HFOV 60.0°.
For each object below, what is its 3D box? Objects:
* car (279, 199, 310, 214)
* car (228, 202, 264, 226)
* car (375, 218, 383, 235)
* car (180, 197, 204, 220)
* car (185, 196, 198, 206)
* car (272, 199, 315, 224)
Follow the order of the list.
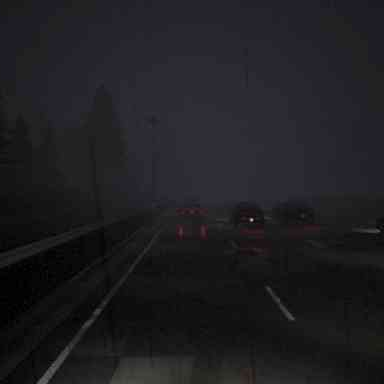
[{"bbox_3d":[10.594,1.434,34.706,1.994,1.385,4.181,0,0,0],"label":"car"},{"bbox_3d":[3.597,1.421,22.506,1.837,1.490,4.892,0,0,0],"label":"car"},{"bbox_3d":[10.597,1.490,15.150,2.033,1.411,5.357,0,0,0],"label":"car"},{"bbox_3d":[0.011,1.394,26.348,1.801,1.575,5.366,0,0,0],"label":"car"},{"bbox_3d":[-0.007,1.394,52.661,1.994,1.385,4.181,0,0,0],"label":"car"},{"bbox_3d":[7.096,1.389,23.720,1.882,1.535,5.008,0,0,0],"label":"car"}]
